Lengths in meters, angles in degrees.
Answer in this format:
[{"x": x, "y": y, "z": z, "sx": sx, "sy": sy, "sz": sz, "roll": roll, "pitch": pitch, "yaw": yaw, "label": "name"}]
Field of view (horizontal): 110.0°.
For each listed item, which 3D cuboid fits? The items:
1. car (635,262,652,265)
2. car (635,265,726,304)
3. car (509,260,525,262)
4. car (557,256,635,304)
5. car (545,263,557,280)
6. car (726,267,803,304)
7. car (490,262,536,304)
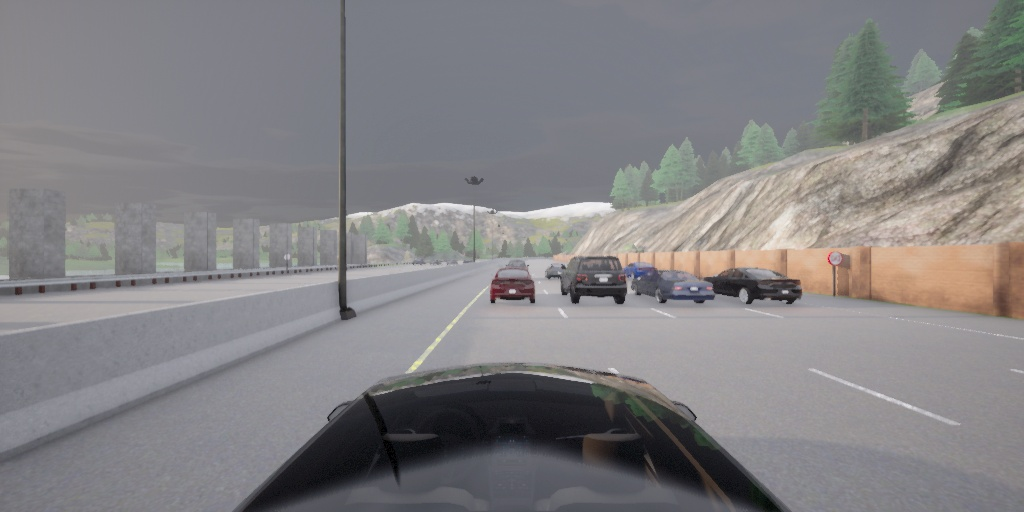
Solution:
[{"x": 10.954, "y": 1.232, "z": 30.980, "sx": 1.882, "sy": 1.535, "sz": 5.008, "roll": 0, "pitch": 0, "yaw": 2, "label": "car"}, {"x": 7.052, "y": 1.310, "z": 16.320, "sx": 2.033, "sy": 1.411, "sz": 5.357, "roll": 0, "pitch": 0, "yaw": 1, "label": "car"}, {"x": 0.458, "y": 1.114, "z": 31.293, "sx": 2.097, "sy": 1.767, "sz": 4.553, "roll": 0, "pitch": 0, "yaw": 2, "label": "car"}, {"x": 3.553, "y": 1.005, "z": 16.402, "sx": 2.150, "sy": 2.045, "sz": 5.566, "roll": 0, "pitch": 0, "yaw": 1, "label": "car"}, {"x": 3.957, "y": 1.320, "z": 31.209, "sx": 1.994, "sy": 1.385, "sz": 4.181, "roll": 0, "pitch": 0, "yaw": 2, "label": "car"}, {"x": 10.552, "y": 1.232, "z": 16.269, "sx": 1.882, "sy": 1.535, "sz": 5.008, "roll": 0, "pitch": 0, "yaw": 1, "label": "car"}, {"x": 0.053, "y": 1.232, "z": 16.423, "sx": 1.882, "sy": 1.535, "sz": 5.008, "roll": 0, "pitch": 0, "yaw": 1, "label": "car"}]
